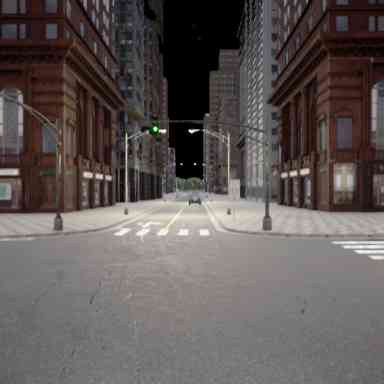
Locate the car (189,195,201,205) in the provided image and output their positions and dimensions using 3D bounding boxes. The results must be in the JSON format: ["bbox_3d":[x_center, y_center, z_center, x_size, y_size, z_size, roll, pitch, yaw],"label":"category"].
[{"bbox_3d":[0.501,1.319,56.294,2.097,1.767,4.553,0,0,1],"label":"car"}]

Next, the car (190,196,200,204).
[{"bbox_3d":[0.658,1.564,66.359,1.895,1.301,4.718,0,0,1],"label":"car"}]
